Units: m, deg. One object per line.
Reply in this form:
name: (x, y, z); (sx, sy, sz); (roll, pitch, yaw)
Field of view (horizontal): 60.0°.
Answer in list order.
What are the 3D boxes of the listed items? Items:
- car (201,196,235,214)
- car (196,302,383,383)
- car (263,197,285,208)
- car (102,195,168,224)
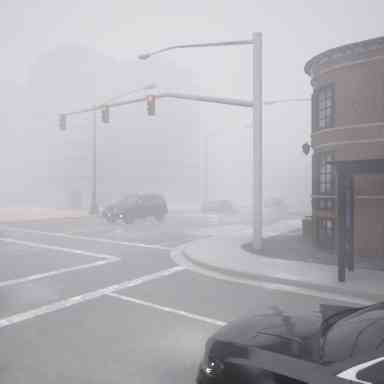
car: (2.791, 1.506, 35.184); (1.837, 1.490, 4.892); (0, 0, 35)
car: (2.294, 1.505, 2.329); (4.892, 1.490, 1.837); (0, 0, 35)
car: (11.900, 1.493, 47.989); (2.128, 1.511, 4.902); (0, 0, 36)
car: (-4.157, 1.222, 25.373); (2.150, 2.045, 5.566); (0, 0, 35)
